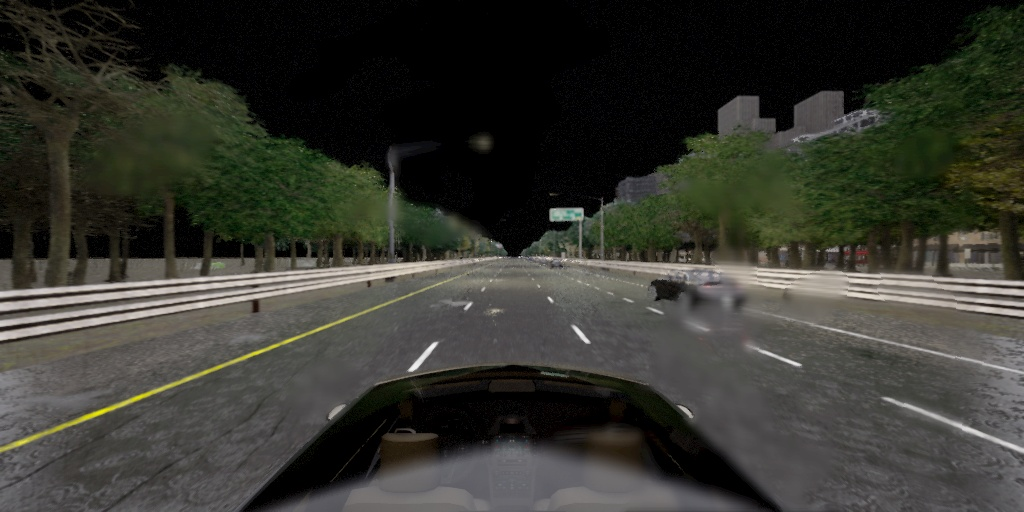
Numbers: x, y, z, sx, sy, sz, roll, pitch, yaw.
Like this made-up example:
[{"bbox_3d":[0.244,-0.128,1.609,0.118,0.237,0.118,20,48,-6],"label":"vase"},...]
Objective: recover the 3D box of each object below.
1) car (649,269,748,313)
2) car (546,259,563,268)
[{"bbox_3d":[7.007,1.248,14.085,2.128,1.511,4.902,0,0,0],"label":"car"},{"bbox_3d":[7.167,1.273,59.011,1.812,1.442,4.674,0,0,0],"label":"car"}]
